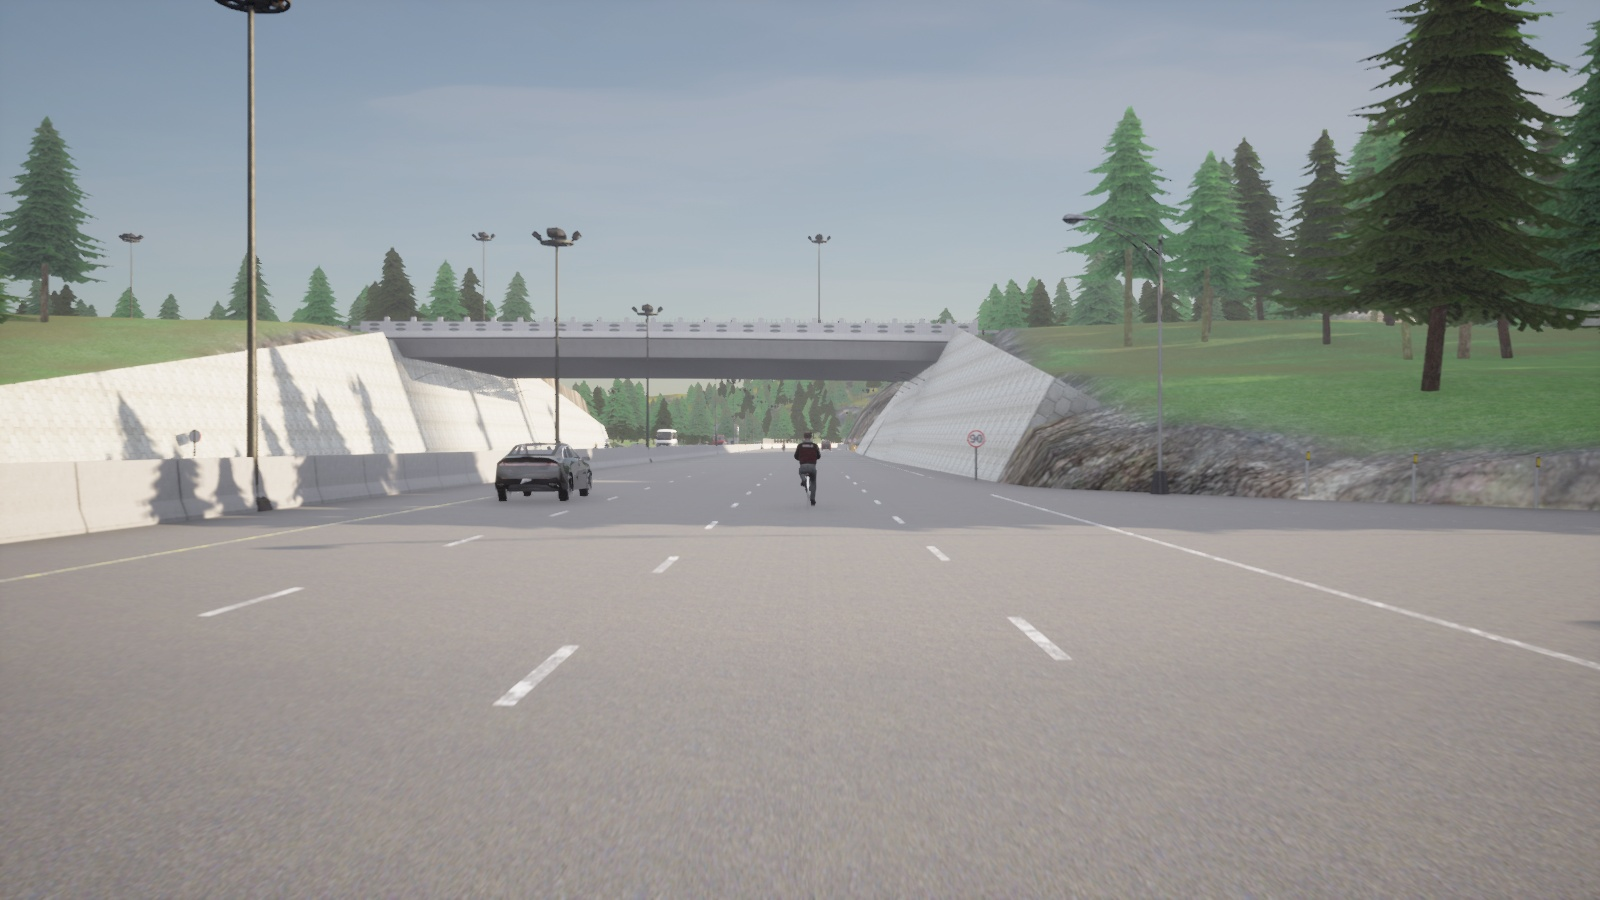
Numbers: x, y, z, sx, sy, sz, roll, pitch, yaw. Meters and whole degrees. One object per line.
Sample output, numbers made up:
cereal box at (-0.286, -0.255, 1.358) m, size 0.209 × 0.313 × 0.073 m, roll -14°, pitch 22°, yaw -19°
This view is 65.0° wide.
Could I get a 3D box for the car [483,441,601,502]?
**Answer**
car at (-6.794, 0.507, 33.590) m, size 2.128 × 1.511 × 4.902 m, roll 0°, pitch 0°, yaw 0°
